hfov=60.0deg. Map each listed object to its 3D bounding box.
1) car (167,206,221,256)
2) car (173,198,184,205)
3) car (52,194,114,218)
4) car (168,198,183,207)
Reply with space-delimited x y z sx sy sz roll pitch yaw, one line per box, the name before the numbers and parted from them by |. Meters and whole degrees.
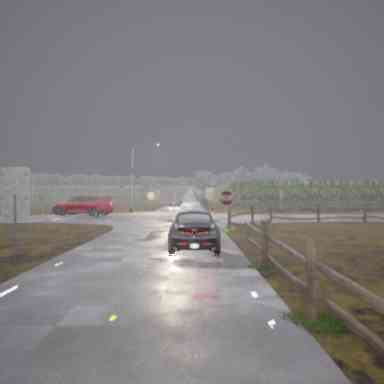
car | 0.079 1.495 13.116 1.837 1.490 4.892 0 0 0
car | -2.881 1.927 71.647 2.033 1.411 5.357 0 -1 0
car | -10.015 1.251 30.672 5.566 2.045 2.150 0 1 9
car | -2.908 1.734 55.962 2.128 1.511 4.902 0 -1 0
